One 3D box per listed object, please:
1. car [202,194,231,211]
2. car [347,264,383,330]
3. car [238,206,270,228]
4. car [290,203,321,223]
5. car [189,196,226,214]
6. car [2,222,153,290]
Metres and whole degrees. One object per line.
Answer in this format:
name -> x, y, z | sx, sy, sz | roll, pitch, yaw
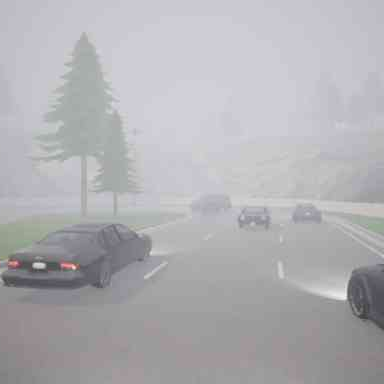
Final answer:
car -> 2.166, 1.216, 39.737 | 2.150, 2.045, 5.566 | 1, -1, -42
car -> 3.842, 1.568, 4.624 | 1.994, 1.385, 4.181 | 0, 0, 3
car -> 4.214, 1.602, 22.024 | 1.895, 1.301, 4.718 | 0, 0, 15
car -> 8.796, 1.570, 25.957 | 1.994, 1.385, 4.181 | 0, 0, 13
car -> 1.257, 1.486, 34.819 | 2.128, 1.511, 4.902 | 1, 0, -22
car -> -2.657, 1.542, 9.229 | 2.033, 1.411, 5.357 | 0, 0, 10
